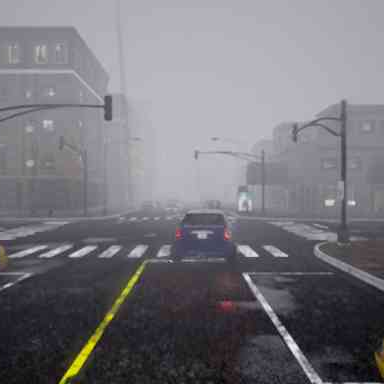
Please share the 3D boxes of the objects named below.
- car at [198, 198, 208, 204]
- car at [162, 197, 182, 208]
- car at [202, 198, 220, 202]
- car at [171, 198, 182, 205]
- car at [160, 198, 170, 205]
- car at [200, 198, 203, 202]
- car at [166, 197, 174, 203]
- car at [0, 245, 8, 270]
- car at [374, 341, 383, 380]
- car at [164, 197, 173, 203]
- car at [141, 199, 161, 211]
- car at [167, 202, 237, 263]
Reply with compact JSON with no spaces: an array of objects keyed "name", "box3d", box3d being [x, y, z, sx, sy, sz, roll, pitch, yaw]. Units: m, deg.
[{"name":"car","box3d":[2.496,2.002,73.593,2.008,1.369,4.403,-1,0,0]},{"name":"car","box3d":[-3.199,1.869,54.360,2.033,1.411,5.357,0,0,0]},{"name":"car","box3d":[2.584,1.666,39.414,1.967,1.590,4.097,0,0,0]},{"name":"car","box3d":[-3.177,1.919,69.599,1.994,1.385,4.181,0,0,0]},{"name":"car","box3d":[-5.884,1.975,73.389,1.752,1.417,4.829,0,0,0]},{"name":"car","box3d":[2.555,1.881,50.807,1.802,1.307,4.206,0,0,0]},{"name":"car","box3d":[-5.929,2.097,90.478,1.752,1.417,4.829,-1,0,0]},{"name":"car","box3d":[-5.711,1.563,6.755,1.752,1.417,4.829,0,0,0]},{"name":"car","box3d":[2.684,1.534,1.416,1.752,1.417,4.829,0,0,0]},{"name":"car","box3d":[-5.916,1.972,84.952,1.967,1.590,4.097,0,0,0]},{"name":"car","box3d":[-5.810,1.812,45.076,2.008,1.369,4.403,0,0,0]},{"name":"car","box3d":[0.612,1.421,12.563,2.097,1.767,4.553,0,0,8]}]
